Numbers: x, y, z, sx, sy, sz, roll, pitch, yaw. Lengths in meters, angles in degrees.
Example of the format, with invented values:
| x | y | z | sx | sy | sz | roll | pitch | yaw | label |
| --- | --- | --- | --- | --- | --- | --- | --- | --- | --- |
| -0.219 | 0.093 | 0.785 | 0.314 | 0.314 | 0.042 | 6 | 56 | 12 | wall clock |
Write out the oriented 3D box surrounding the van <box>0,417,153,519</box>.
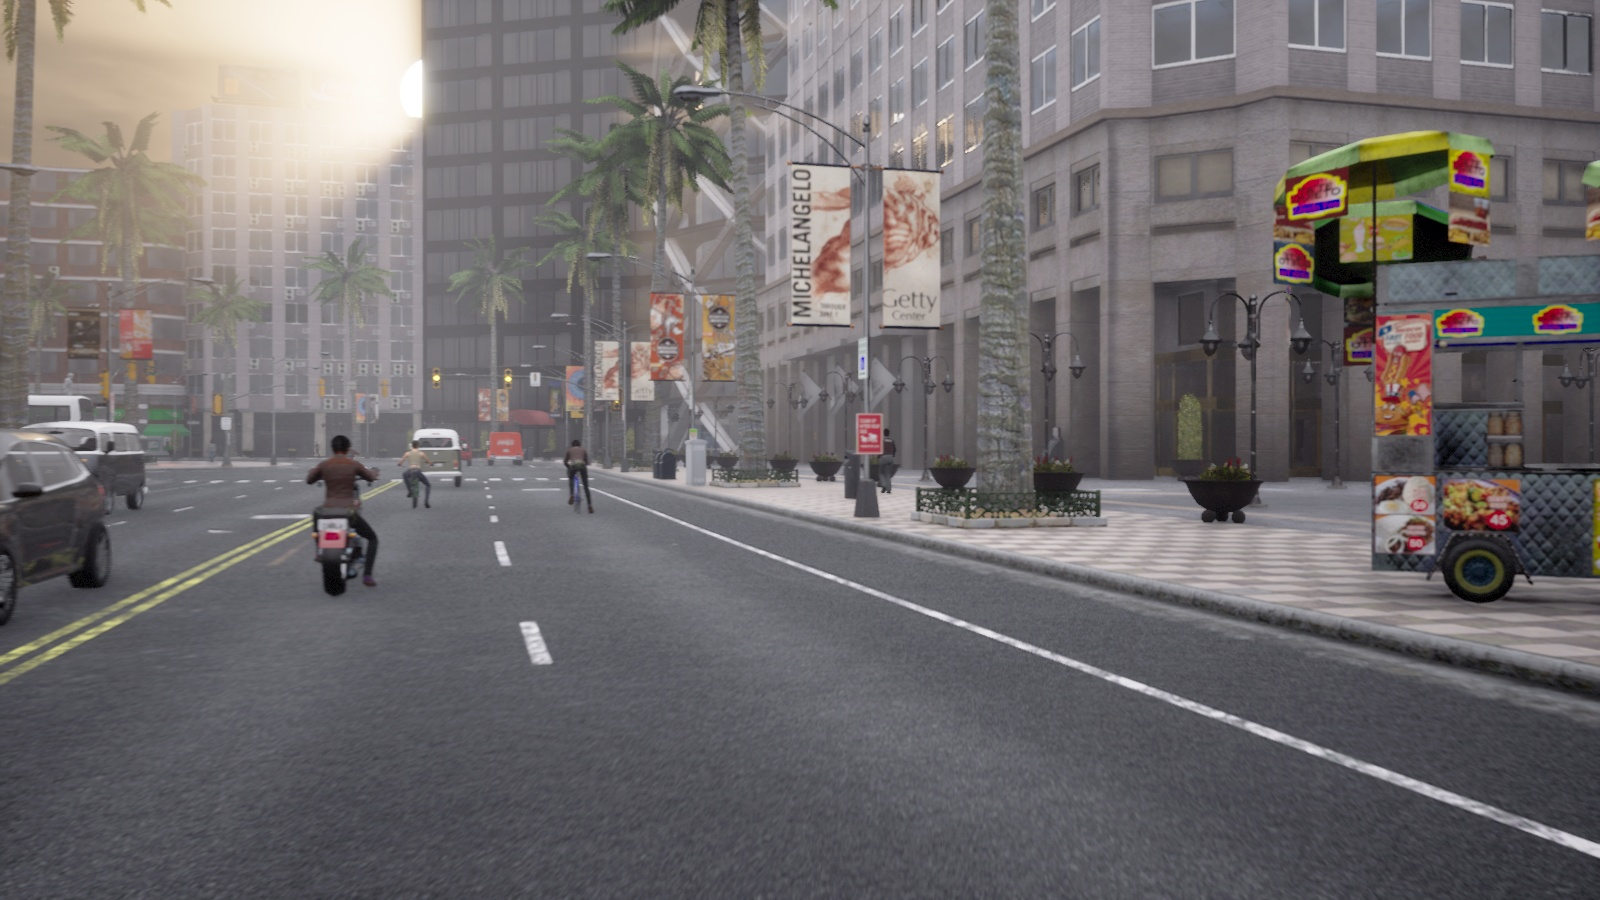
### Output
| x | y | z | sx | sy | sz | roll | pitch | yaw | label |
| --- | --- | --- | --- | --- | --- | --- | --- | --- | --- |
| -15.819 | 0.351 | 27.454 | 2.069 | 2.038 | 4.480 | 0 | 0 | -15 | van |

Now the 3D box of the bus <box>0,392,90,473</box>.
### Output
| x | y | z | sx | sy | sz | roll | pitch | yaw | label |
| --- | --- | --- | --- | --- | --- | --- | --- | --- | --- |
| -44.761 | -0.935 | 68.027 | 10.273 | 4.253 | 3.944 | 0 | 0 | -15 | bus |

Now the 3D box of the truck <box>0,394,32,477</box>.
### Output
| x | y | z | sx | sy | sz | roll | pitch | yaw | label |
| --- | --- | --- | --- | --- | --- | --- | --- | --- | --- |
| -40.898 | -0.682 | 58.313 | 8.468 | 3.827 | 2.891 | 0 | 0 | -15 | truck |

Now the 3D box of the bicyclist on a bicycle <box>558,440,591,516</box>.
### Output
| x | y | z | sx | sy | sz | roll | pitch | yaw | label |
| --- | --- | --- | --- | --- | --- | --- | --- | --- | --- |
| -4.948 | 0.590 | 27.526 | 0.582 | 1.620 | 1.656 | 0 | 0 | -15 | bicyclist on a bicycle |

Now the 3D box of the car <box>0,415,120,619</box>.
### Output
| x | y | z | sx | sy | sz | roll | pitch | yaw | label |
| --- | --- | --- | --- | --- | --- | --- | --- | --- | --- |
| -7.980 | 0.540 | 11.339 | 2.242 | 1.667 | 4.611 | 0 | 0 | -15 | car |

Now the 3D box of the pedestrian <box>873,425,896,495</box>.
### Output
| x | y | z | sx | sy | sz | roll | pitch | yaw | label |
| --- | --- | --- | --- | --- | --- | --- | --- | --- | --- |
| 2.331 | 0.274 | 34.699 | 0.402 | 1.930 | 0.666 | 0 | 0 | -17 | pedestrian |

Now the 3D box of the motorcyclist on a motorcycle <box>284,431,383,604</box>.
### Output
| x | y | z | sx | sy | sz | roll | pitch | yaw | label |
| --- | --- | --- | --- | --- | --- | --- | --- | --- | --- |
| -4.868 | 0.642 | 13.230 | 0.766 | 1.649 | 2.350 | 0 | 0 | -15 | motorcyclist on a motorcycle |

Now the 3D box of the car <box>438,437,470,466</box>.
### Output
| x | y | z | sx | sy | sz | roll | pitch | yaw | label |
| --- | --- | --- | --- | --- | --- | --- | --- | --- | --- |
| -25.243 | 0.092 | 91.689 | 2.150 | 2.045 | 5.566 | 0 | 0 | -15 | car |

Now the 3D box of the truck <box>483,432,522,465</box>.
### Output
| x | y | z | sx | sy | sz | roll | pitch | yaw | label |
| --- | --- | --- | --- | --- | --- | --- | --- | --- | --- |
| -22.417 | -0.122 | 94.510 | 2.627 | 2.467 | 5.204 | 0 | 0 | -16 | truck |

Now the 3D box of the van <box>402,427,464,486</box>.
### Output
| x | y | z | sx | sy | sz | roll | pitch | yaw | label |
| --- | --- | --- | --- | --- | --- | --- | --- | --- | --- |
| -13.325 | 0.272 | 45.821 | 2.069 | 2.038 | 4.480 | 0 | -1 | -15 | van |

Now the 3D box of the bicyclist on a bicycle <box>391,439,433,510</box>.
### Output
| x | y | z | sx | sy | sz | roll | pitch | yaw | label |
| --- | --- | --- | --- | --- | --- | --- | --- | --- | --- |
| -9.149 | 0.561 | 29.642 | 0.866 | 1.612 | 1.509 | 0 | 0 | -15 | bicyclist on a bicycle |
